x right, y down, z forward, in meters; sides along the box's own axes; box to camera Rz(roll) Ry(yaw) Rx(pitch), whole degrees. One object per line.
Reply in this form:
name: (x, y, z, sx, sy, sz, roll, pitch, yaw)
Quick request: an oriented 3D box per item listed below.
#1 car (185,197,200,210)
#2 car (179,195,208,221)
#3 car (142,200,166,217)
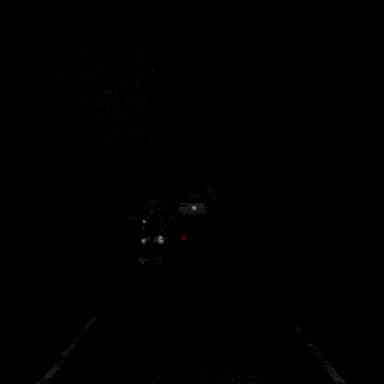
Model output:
car: (0.103, 1.465, 43.750, 1.882, 1.535, 5.008, 0, 0, 0)
car: (0.119, 1.234, 27.272, 2.150, 2.045, 5.566, 0, 0, -1)
car: (-3.582, 1.515, 32.092, 1.837, 1.490, 4.892, 0, 0, 0)
